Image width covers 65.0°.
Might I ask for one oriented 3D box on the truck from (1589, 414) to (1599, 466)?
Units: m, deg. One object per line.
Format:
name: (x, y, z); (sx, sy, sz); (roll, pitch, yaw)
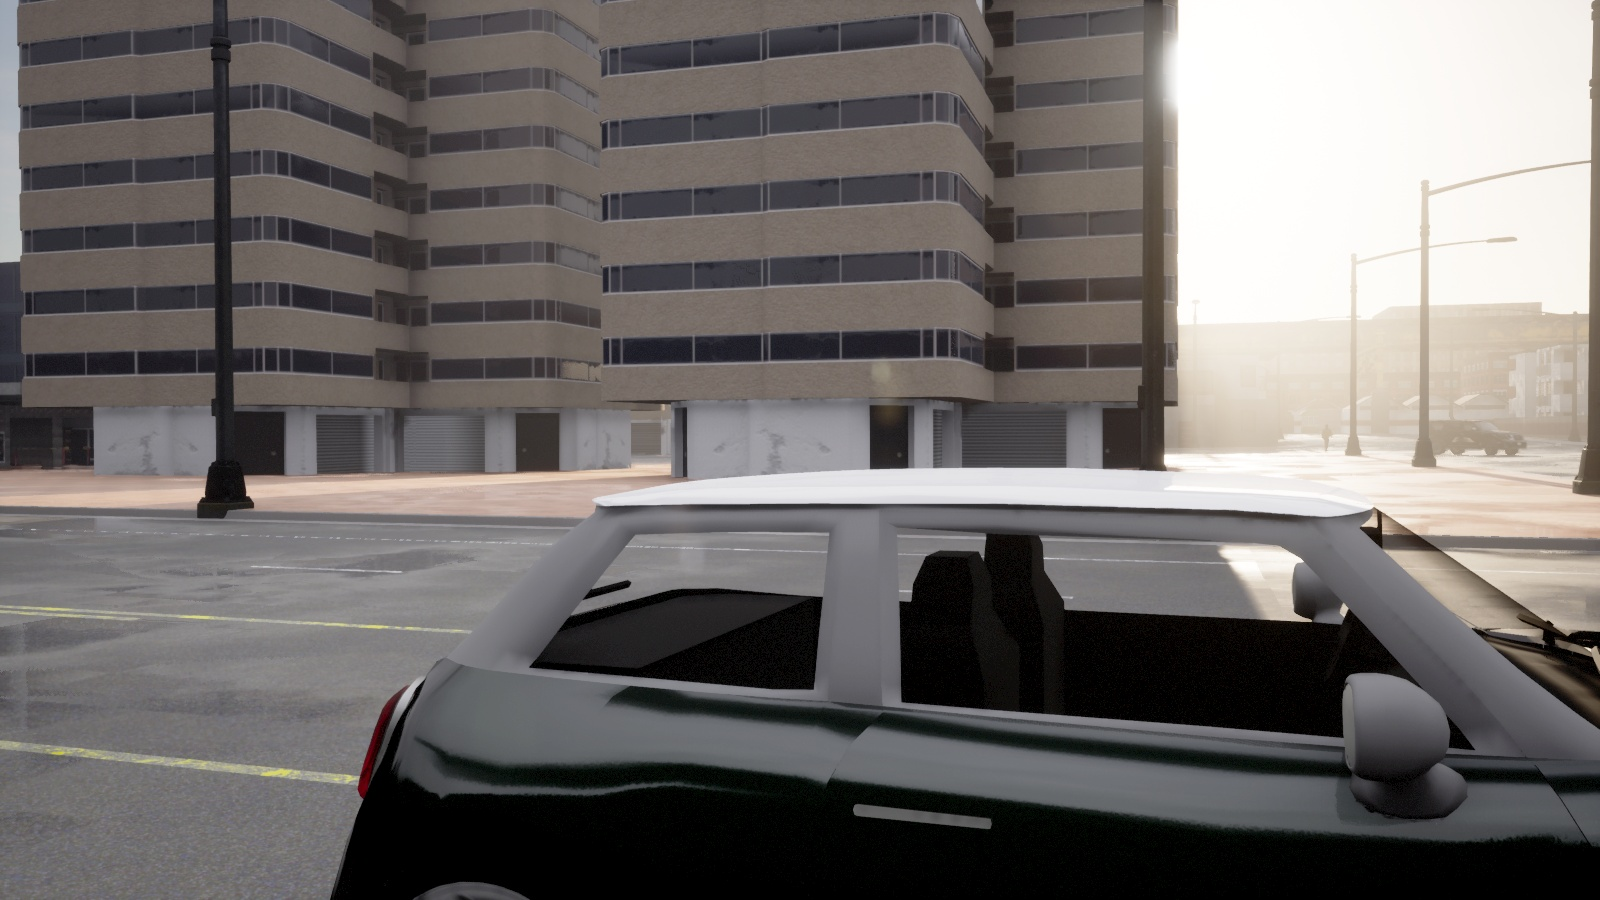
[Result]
truck: (39.341, -0.456, 59.051); (2.627, 2.467, 5.204); (1, 1, 18)

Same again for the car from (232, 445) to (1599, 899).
car: (0.941, 0.749, 2.925); (3.806, 1.475, 1.970); (1, 1, 19)

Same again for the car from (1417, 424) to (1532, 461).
car: (38.576, -0.437, 71.986); (2.150, 2.045, 5.566); (0, 1, -27)

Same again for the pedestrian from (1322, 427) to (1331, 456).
pedestrian: (34.251, -0.568, 81.687); (0.431, 1.840, 0.709); (0, 1, 17)
